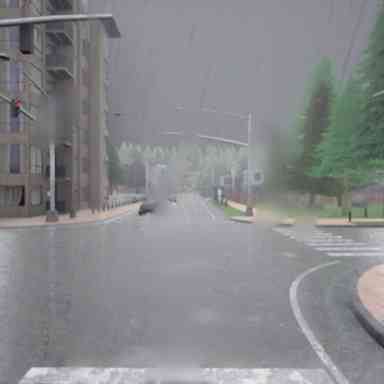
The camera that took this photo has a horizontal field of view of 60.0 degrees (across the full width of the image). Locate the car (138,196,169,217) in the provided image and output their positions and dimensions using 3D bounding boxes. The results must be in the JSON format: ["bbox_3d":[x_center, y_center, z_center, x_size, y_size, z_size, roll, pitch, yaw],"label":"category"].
[{"bbox_3d":[-3.484,1.326,29.333,2.033,1.411,5.357,0,0,0],"label":"car"}]

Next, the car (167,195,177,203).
[{"bbox_3d":[-3.470,1.111,54.617,1.994,1.385,4.181,0,0,0],"label":"car"}]
